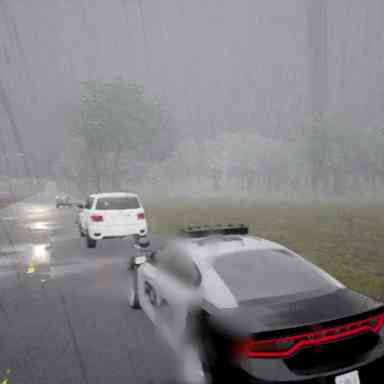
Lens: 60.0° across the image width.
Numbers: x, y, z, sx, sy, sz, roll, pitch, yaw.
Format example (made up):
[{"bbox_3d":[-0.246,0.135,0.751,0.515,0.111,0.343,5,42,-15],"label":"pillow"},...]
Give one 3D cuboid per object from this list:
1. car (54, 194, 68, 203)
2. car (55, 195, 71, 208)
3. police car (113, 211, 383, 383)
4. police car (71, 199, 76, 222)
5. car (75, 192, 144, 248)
[{"bbox_3d":[-20.986,1.050,53.257,1.895,1.301,4.718,-2,1,-23],"label":"car"},{"bbox_3d":[-15.421,1.143,40.058,2.033,1.411,5.357,-2,1,-22],"label":"car"},{"bbox_3d":[0.273,1.323,5.110,1.930,1.638,5.238,-2,1,-23],"label":"police car"},{"bbox_3d":[-5.898,1.199,19.874,1.930,1.638,5.238,-2,1,-23],"label":"police car"},{"bbox_3d":[-3.556,1.047,14.259,2.150,2.045,5.566,-2,1,-23],"label":"car"}]
